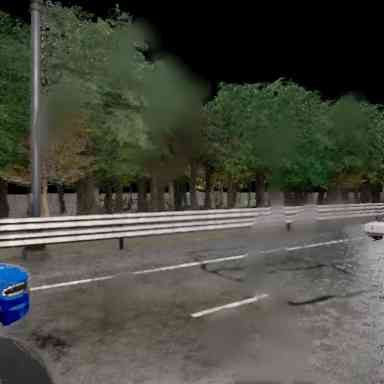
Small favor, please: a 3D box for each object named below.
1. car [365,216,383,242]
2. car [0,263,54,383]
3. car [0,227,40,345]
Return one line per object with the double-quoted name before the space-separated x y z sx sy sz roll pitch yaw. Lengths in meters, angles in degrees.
"car" 9.927 1.583 15.123 4.718 1.301 1.895 0 0 -35
"car" -3.183 1.507 1.477 4.892 1.490 1.837 0 0 -35
"car" -4.964 1.479 4.505 5.008 1.535 1.882 0 0 -35
